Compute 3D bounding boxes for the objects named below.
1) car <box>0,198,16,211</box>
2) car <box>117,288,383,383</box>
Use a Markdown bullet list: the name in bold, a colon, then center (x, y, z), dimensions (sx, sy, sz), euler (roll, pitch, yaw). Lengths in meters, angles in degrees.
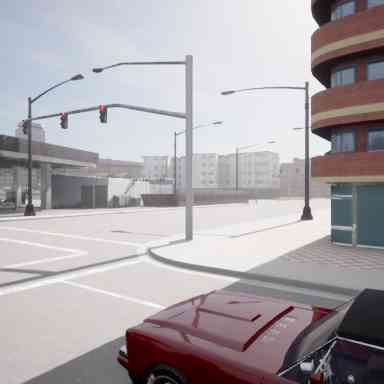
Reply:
- **car**: center (-22.300, 1.456, 38.828), dimensions (3.806, 1.475, 1.970), euler (0, 0, 36)
- **car**: center (1.551, 1.601, 2.867), dimensions (4.718, 1.301, 1.895), euler (0, 0, 36)
